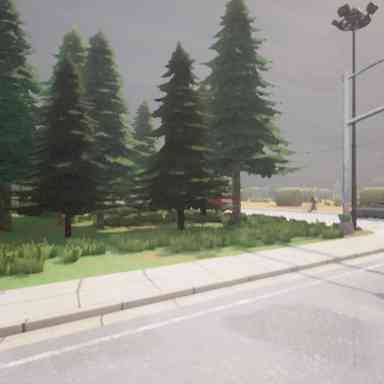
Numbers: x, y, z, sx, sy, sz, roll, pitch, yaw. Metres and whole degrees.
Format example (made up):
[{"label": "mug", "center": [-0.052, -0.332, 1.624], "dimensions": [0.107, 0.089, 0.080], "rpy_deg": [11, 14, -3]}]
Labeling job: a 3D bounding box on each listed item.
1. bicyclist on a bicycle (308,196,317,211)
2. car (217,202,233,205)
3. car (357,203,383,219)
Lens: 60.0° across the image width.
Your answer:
[{"label": "bicyclist on a bicycle", "center": [12.902, 1.258, 35.574], "dimensions": [1.656, 1.620, 0.582], "rpy_deg": [-1, 0, -34]}, {"label": "car", "center": [3.040, 1.195, 36.718], "dimensions": [2.150, 2.045, 5.566], "rpy_deg": [0, 0, -34]}, {"label": "car", "center": [14.667, 1.530, 26.353], "dimensions": [1.994, 1.385, 4.181], "rpy_deg": [0, 0, -34]}]
